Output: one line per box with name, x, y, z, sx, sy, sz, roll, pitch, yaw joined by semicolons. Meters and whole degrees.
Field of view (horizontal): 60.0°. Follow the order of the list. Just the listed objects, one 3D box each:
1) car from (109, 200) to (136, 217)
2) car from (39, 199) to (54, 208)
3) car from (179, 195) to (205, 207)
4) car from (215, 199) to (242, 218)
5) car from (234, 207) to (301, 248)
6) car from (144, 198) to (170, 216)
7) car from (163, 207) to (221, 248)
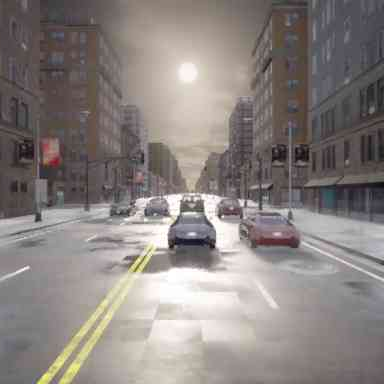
car;-6.500;1.558;31.650;1.837;1.490;4.892;0;0;0
car;-22.124;1.575;47.762;4.313;1.339;1.947;0;0;0
car;0.000;1.256;29.679;2.150;2.045;5.566;0;0;0
car;3.250;1.365;29.620;2.097;1.767;4.553;0;0;0
car;3.250;1.572;14.649;1.994;1.385;4.181;0;0;0
car;-3.250;1.402;31.680;2.097;1.767;4.553;0;0;0
car;0.000;1.572;14.649;1.994;1.385;4.181;0;0;0
